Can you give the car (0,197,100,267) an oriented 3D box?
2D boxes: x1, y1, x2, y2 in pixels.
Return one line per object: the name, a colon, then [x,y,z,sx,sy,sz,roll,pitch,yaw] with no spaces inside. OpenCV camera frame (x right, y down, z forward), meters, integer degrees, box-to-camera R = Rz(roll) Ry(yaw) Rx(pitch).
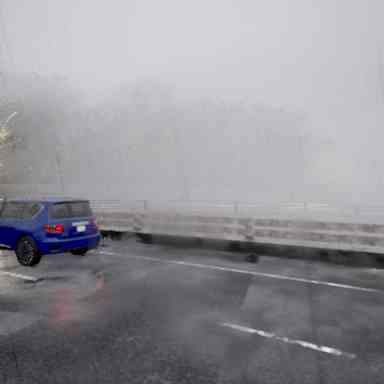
car: [-5.701,1.193,11.438,5.566,2.045,2.150,0,0,30]
